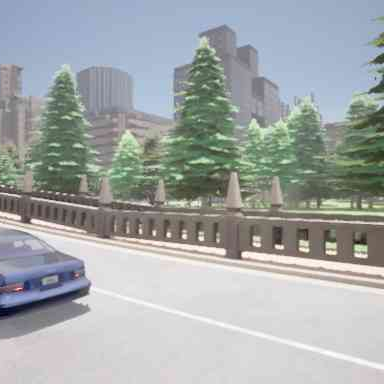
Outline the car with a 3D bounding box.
[{"bbox_3d":[-4.464,1.501,7.169,5.357,1.411,2.033,2,1,36],"label":"car"}]
